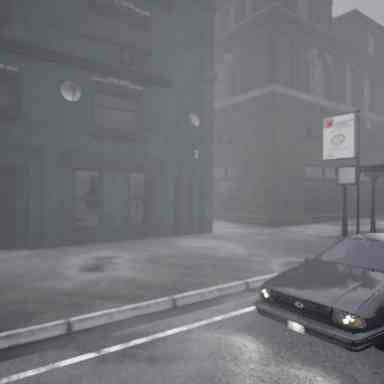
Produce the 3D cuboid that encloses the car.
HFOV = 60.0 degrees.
[{"bbox_3d":[3.648,1.528,6.292,5.357,1.411,2.033,0,0,-36],"label":"car"}]
